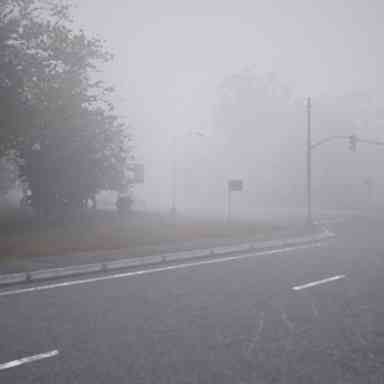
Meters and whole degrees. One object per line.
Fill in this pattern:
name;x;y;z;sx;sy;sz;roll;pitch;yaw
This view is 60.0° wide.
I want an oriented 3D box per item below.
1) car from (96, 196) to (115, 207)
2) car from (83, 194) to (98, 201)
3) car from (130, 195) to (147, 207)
car;-13.633;1.509;51.725;2.033;1.411;5.357;0;0;-38
car;-25.460;1.412;83.534;1.882;1.535;5.008;0;0;-38
car;-8.879;1.305;51.333;2.097;1.767;4.553;0;0;-38
